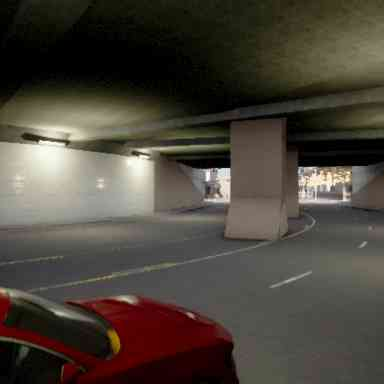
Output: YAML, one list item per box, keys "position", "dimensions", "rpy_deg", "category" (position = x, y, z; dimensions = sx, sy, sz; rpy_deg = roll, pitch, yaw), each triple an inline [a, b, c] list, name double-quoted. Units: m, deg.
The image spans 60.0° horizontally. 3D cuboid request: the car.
- position: [-1.850, 1.471, 2.421]
  dimensions: [5.008, 1.535, 1.882]
  rpy_deg: [0, 0, -36]
  category: "car"
